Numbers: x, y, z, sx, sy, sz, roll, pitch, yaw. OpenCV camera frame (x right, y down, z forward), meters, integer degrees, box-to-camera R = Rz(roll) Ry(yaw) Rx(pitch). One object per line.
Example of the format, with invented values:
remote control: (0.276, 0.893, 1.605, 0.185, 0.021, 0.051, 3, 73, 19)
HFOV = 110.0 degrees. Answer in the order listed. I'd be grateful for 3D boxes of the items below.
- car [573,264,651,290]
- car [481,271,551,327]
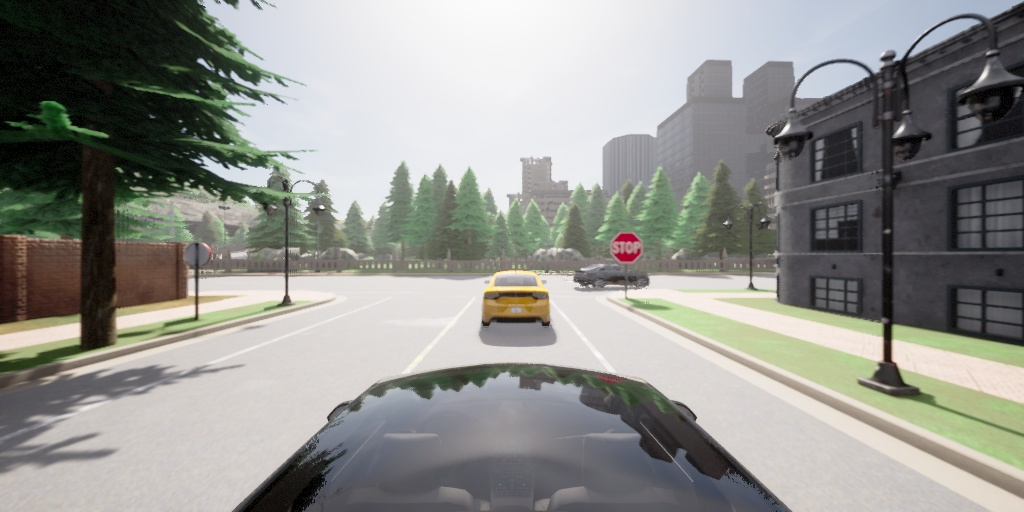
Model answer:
car: (6.254, 1.244, 22.371, 4.902, 1.511, 2.128, 0, 0, -15)
car: (0.115, 1.211, 11.442, 1.882, 1.535, 5.008, 0, 0, 0)
